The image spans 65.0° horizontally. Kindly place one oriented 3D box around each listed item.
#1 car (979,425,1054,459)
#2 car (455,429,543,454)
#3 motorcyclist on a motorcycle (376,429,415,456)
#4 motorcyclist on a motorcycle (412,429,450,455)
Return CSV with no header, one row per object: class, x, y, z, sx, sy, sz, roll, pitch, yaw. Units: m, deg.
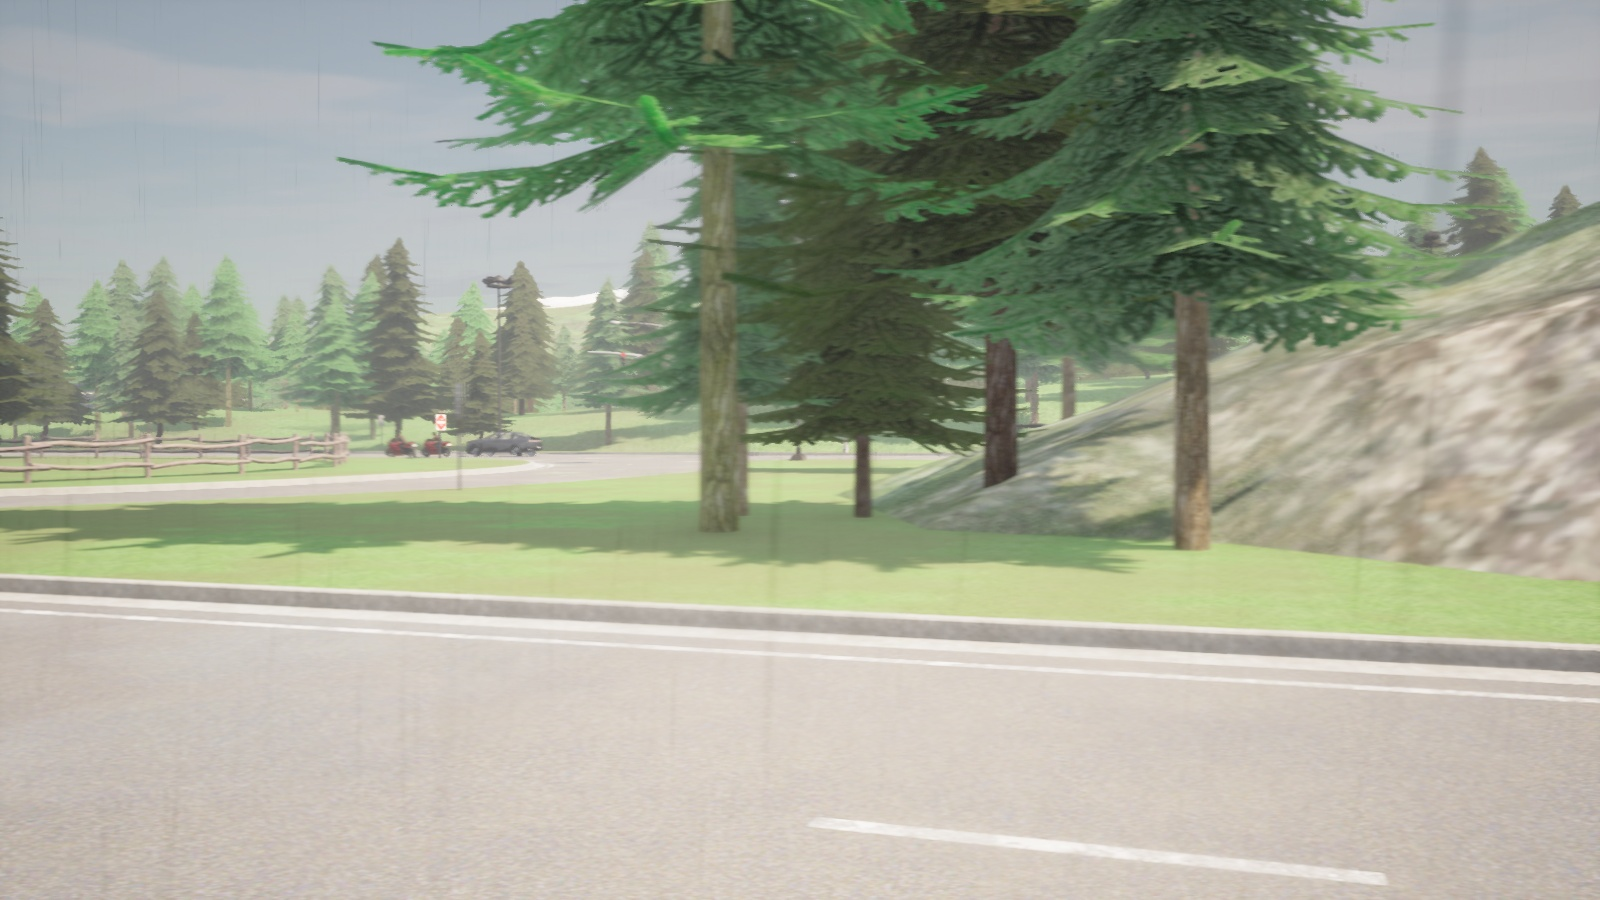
car,12.179,-0.463,70.624,3.866,1.878,1.905,1,1,19
car,-18.534,-0.529,77.374,4.902,1.511,2.128,1,1,19
motorcyclist on a motorcycle,-23.016,-0.426,71.506,2.044,1.523,0.797,1,1,19
motorcyclist on a motorcycle,-21.992,-0.476,74.854,2.044,1.523,0.797,1,1,19
